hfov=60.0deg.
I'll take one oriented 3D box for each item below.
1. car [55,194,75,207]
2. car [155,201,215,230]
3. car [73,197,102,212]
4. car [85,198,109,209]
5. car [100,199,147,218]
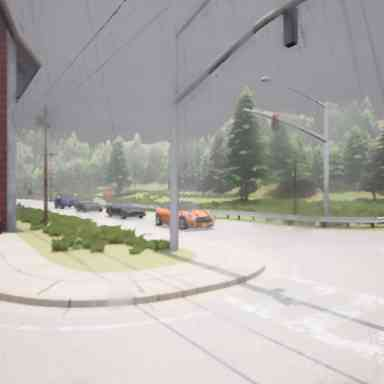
[{"bbox_3d":[-17.383,1.247,46.049,2.150,2.045,5.566,0,0,-34],"label":"car"},{"bbox_3d":[-0.519,1.377,21.365,2.097,1.767,4.553,0,0,-34],"label":"car"},{"bbox_3d":[-11.528,1.589,37.433,1.994,1.385,4.181,0,0,-35],"label":"car"},{"bbox_3d":[-13.431,1.551,46.757,1.812,1.442,4.674,0,0,-34],"label":"car"},{"bbox_3d":[-5.902,1.573,29.221,2.033,1.411,5.357,0,0,-35],"label":"car"}]
